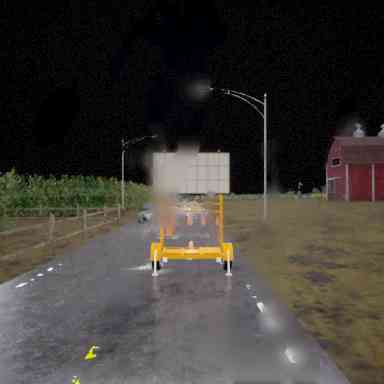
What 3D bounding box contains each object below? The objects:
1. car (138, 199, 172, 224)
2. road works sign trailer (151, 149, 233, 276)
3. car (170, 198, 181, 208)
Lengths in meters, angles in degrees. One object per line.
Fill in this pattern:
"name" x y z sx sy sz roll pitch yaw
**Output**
"car" -2.885 1.538 25.070 2.128 1.511 4.902 0 0 0
"road works sign trailer" -0.009 0.477 10.395 2.380 3.560 2.880 0 0 0
"car" -2.825 1.680 52.681 1.837 1.490 4.892 0 0 0
